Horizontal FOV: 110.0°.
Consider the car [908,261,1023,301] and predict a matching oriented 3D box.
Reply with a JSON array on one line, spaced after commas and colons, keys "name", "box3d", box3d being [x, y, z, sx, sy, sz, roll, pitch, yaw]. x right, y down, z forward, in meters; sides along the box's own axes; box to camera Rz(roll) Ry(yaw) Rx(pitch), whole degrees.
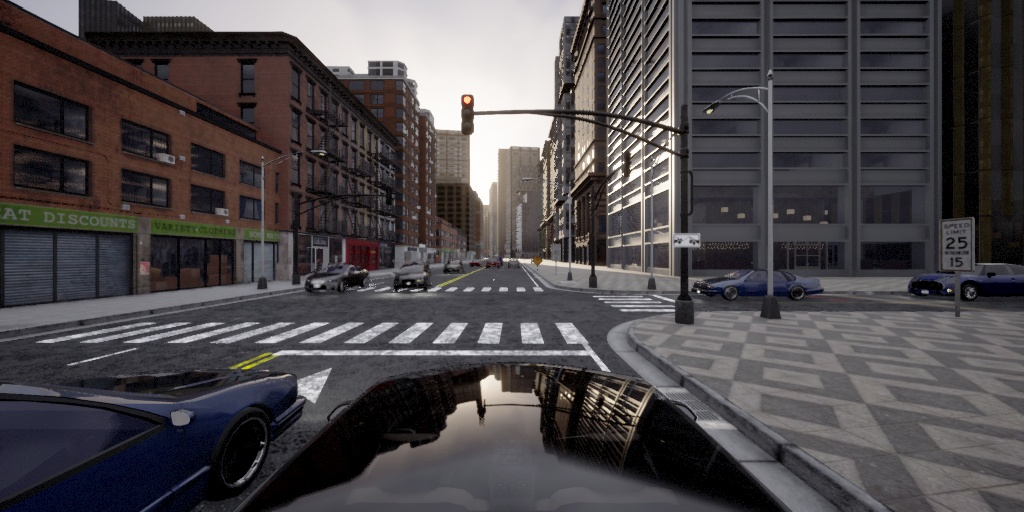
[{"name": "car", "box3d": [21.784, 1.121, 16.941, 4.553, 1.767, 2.097, 0, 0, 1]}]

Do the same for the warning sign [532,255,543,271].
[{"name": "warning sign", "box3d": [2.988, 0.848, 42.157, 1.300, 1.860, 1.060, 0, 0, 0]}]

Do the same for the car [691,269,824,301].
[{"name": "car", "box3d": [11.523, 1.311, 17.017, 5.357, 1.411, 2.033, 0, 0, 1]}]

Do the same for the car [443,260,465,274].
[{"name": "car", "box3d": [-6.468, 1.239, 40.207, 1.837, 1.490, 4.892, 0, 0, 0]}]

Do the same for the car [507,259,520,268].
[{"name": "car", "box3d": [0.298, 1.207, 59.148, 2.128, 1.511, 4.902, 0, 0, 0]}]

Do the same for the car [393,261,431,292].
[{"name": "car", "box3d": [-5.947, 1.255, 21.639, 1.837, 1.490, 4.892, -1, 0, -9]}]

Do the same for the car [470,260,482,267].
[{"name": "car", "box3d": [-6.300, 1.315, 62.967, 1.895, 1.301, 4.718, 0, 0, 0]}]

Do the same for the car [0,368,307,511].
[{"name": "car", "box3d": [-3.150, 1.297, 1.392, 2.033, 1.411, 5.357, 0, 0, 0]}]

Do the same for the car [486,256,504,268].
[{"name": "car", "box3d": [-2.977, 1.069, 58.484, 2.097, 1.767, 4.553, 0, 0, 2]}]

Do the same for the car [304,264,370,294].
[{"name": "car", "box3d": [-9.786, 1.240, 20.470, 2.128, 1.511, 4.902, 0, 0, 0]}]

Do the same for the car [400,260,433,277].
[{"name": "car", "box3d": [-9.730, 1.229, 36.960, 2.128, 1.511, 4.902, 0, 0, 0]}]
